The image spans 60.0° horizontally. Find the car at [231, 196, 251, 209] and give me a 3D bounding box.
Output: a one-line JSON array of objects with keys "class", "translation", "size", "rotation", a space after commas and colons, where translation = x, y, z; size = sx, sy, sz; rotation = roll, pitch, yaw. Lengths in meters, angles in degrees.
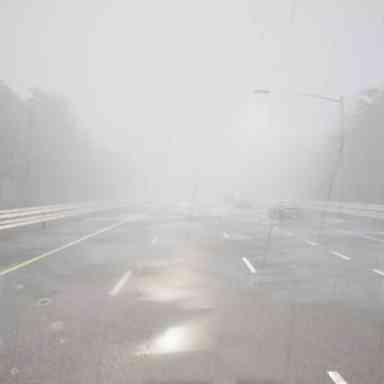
[{"class": "car", "translation": [7.132, 1.598, 46.980], "size": [1.994, 1.385, 4.181], "rotation": [0, 0, 0]}]

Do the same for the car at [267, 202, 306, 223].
[{"class": "car", "translation": [7.040, 1.502, 25.168], "size": [2.128, 1.511, 4.902], "rotation": [0, 0, 0]}]

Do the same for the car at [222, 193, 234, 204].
[{"class": "car", "translation": [7.250, 1.273, 65.685], "size": [2.150, 2.045, 5.566], "rotation": [0, 0, 0]}]
